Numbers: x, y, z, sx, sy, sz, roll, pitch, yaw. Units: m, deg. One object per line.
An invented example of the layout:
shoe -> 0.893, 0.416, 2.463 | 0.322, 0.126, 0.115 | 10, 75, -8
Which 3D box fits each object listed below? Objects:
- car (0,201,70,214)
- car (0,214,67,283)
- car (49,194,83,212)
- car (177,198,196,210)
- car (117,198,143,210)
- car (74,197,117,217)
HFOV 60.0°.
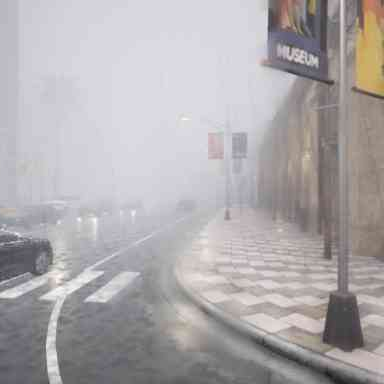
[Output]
car -> -10.449, 1.539, 21.817 | 2.033, 1.411, 5.357 | 0, 0, 7
car -> -5.064, 1.494, 7.548 | 2.128, 1.511, 4.902 | 0, 0, 7
car -> -12.566, 1.210, 32.780 | 2.150, 2.045, 5.566 | 0, 0, 7
car -> -0.626, 1.582, 42.058 | 1.837, 1.490, 4.892 | 0, 0, 8
car -> -7.671, 1.511, 42.753 | 1.812, 1.442, 4.674 | 0, 0, 8
car -> -9.136, 1.514, 31.968 | 1.812, 1.442, 4.674 | 0, 0, 8
